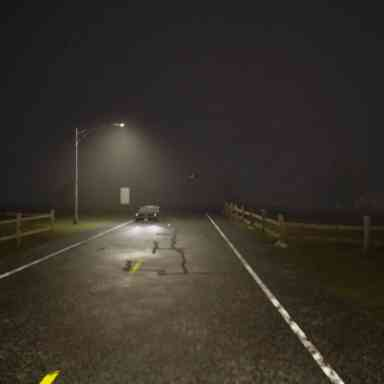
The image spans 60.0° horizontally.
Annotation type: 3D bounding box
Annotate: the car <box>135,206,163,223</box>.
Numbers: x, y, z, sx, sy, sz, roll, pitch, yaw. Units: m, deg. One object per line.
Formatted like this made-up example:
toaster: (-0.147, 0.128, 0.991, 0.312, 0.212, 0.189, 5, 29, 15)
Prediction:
car: (-3.586, 1.871, 28.103, 1.895, 1.301, 4.718, 0, -1, 0)
